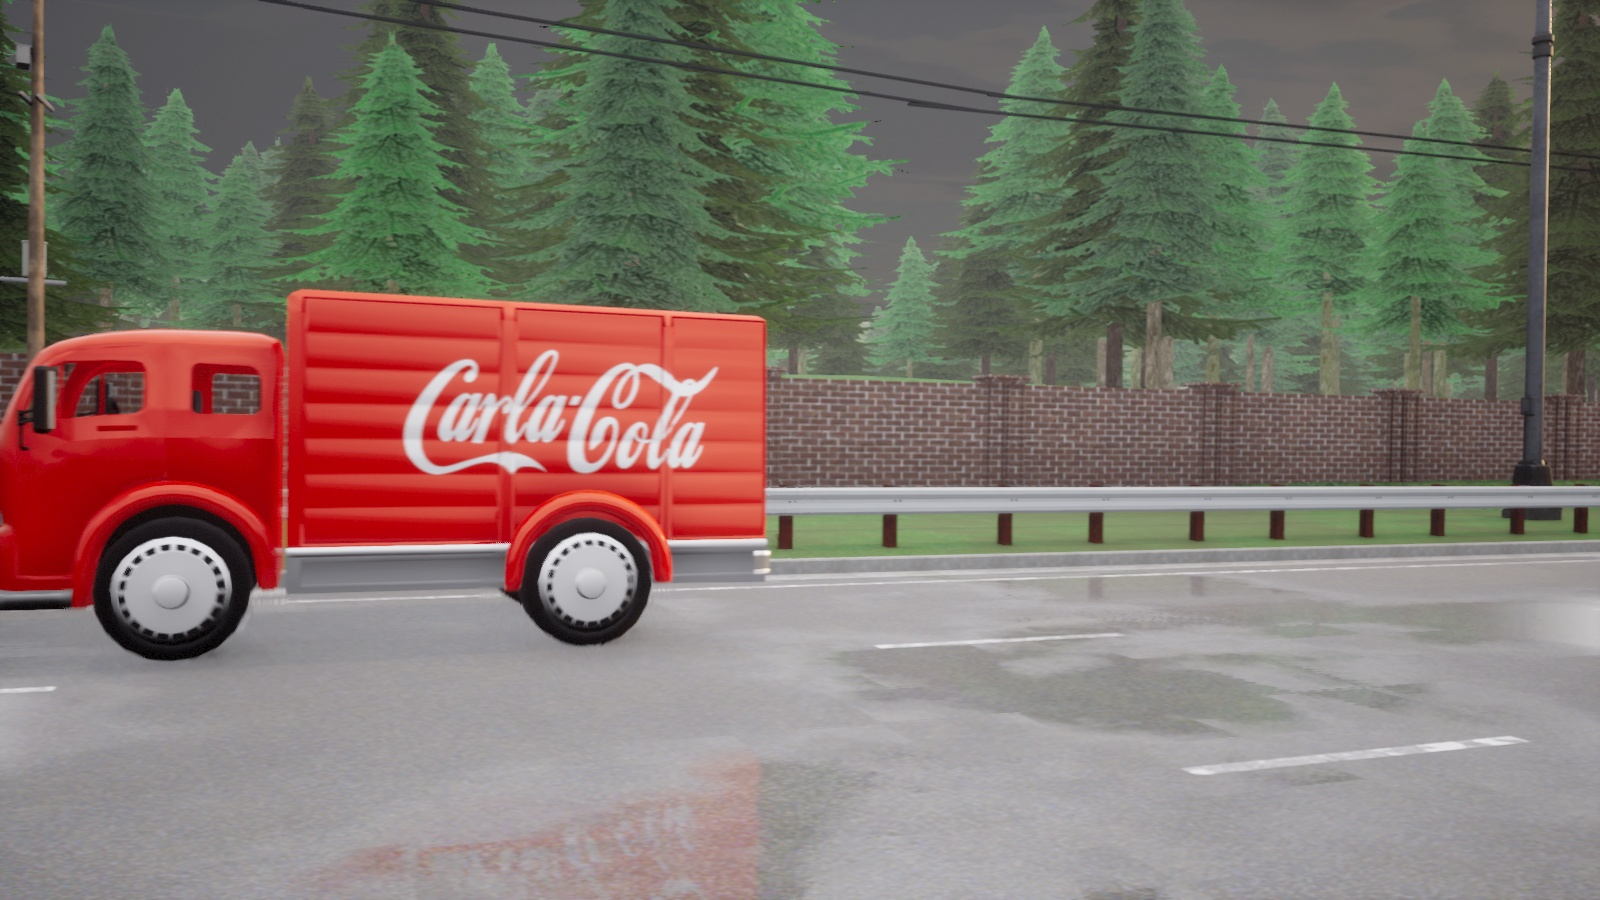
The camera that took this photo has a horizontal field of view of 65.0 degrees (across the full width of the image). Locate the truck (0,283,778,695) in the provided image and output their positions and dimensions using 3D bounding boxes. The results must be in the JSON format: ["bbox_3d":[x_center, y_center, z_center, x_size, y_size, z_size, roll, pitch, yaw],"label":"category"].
[{"bbox_3d":[-3.068,0.195,9.556,5.204,2.467,2.627,-1,1,-21],"label":"truck"}]
